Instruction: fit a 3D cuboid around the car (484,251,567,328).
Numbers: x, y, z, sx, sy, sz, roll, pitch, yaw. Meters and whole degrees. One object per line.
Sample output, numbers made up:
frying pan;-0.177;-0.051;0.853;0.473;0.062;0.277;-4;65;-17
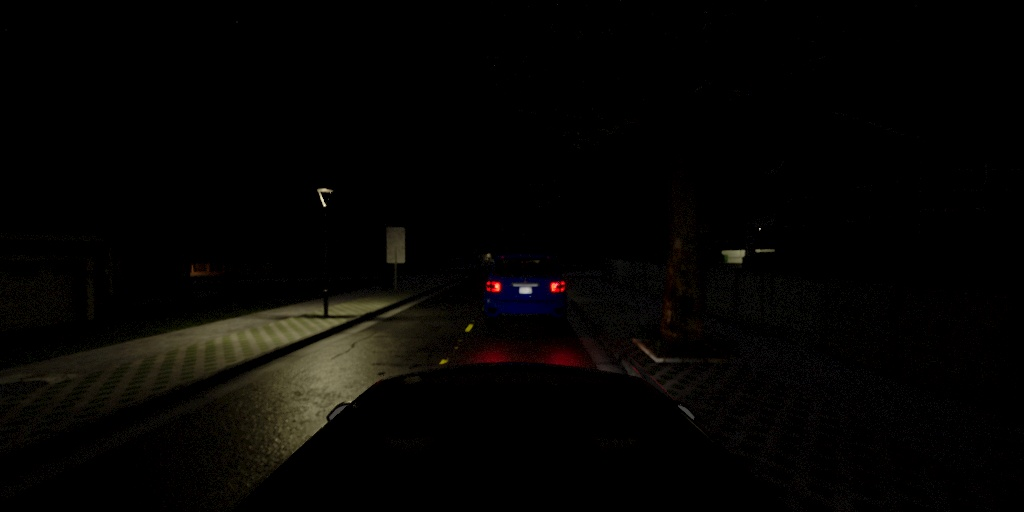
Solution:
car;0.407;0.878;11.171;2.150;2.045;5.566;0;1;2
